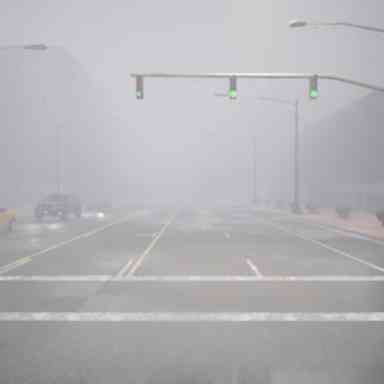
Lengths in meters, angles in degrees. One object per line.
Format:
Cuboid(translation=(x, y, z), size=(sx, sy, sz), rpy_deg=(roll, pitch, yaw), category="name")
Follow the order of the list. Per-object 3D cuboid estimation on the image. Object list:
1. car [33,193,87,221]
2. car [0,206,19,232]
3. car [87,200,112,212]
Cuboid(translation=(-10.602, 1.125, 26.807), size=(2.150, 2.045, 5.566), rpy_deg=(0, 0, -1), category="car")
Cuboid(translation=(-10.598, 1.380, 16.576), size=(1.882, 1.535, 5.008), rpy_deg=(0, 0, 0), category="car")
Cuboid(translation=(-10.571, 1.532, 38.020), size=(1.895, 1.301, 4.718), rpy_deg=(0, 0, 0), category="car")
